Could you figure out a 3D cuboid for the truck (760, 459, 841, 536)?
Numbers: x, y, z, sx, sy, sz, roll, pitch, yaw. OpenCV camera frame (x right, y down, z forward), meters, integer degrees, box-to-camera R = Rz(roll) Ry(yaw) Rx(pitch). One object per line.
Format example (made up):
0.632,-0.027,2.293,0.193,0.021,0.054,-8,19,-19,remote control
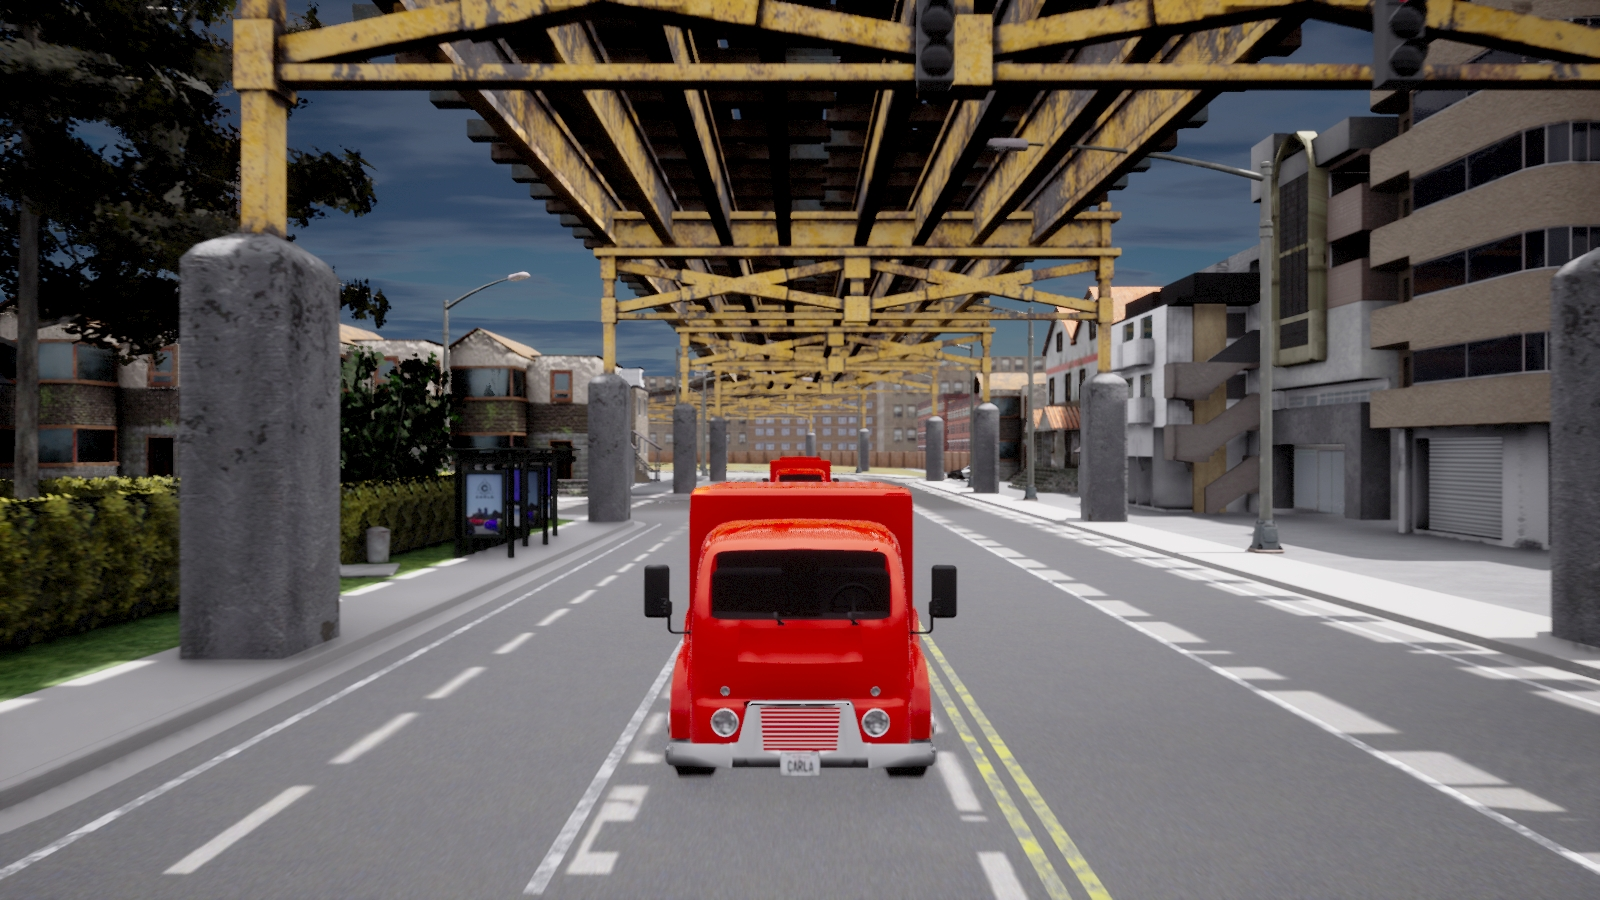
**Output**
0.009,1.568,39.576,2.627,2.467,5.204,0,0,0,truck

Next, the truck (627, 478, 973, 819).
0.011,1.569,11.287,2.627,2.467,5.204,0,0,0,truck
